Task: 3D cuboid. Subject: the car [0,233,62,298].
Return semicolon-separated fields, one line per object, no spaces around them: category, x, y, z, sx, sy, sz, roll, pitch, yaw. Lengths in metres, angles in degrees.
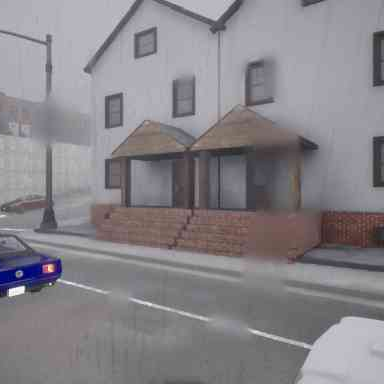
car;-5.131;1.601;7.632;4.718;1.301;1.895;0;0;36

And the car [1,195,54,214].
car;-14.385;0.973;29.266;1.994;1.385;4.181;0;7;35

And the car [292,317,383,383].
car;2.984;1.601;1.853;4.718;1.301;1.895;0;0;36
